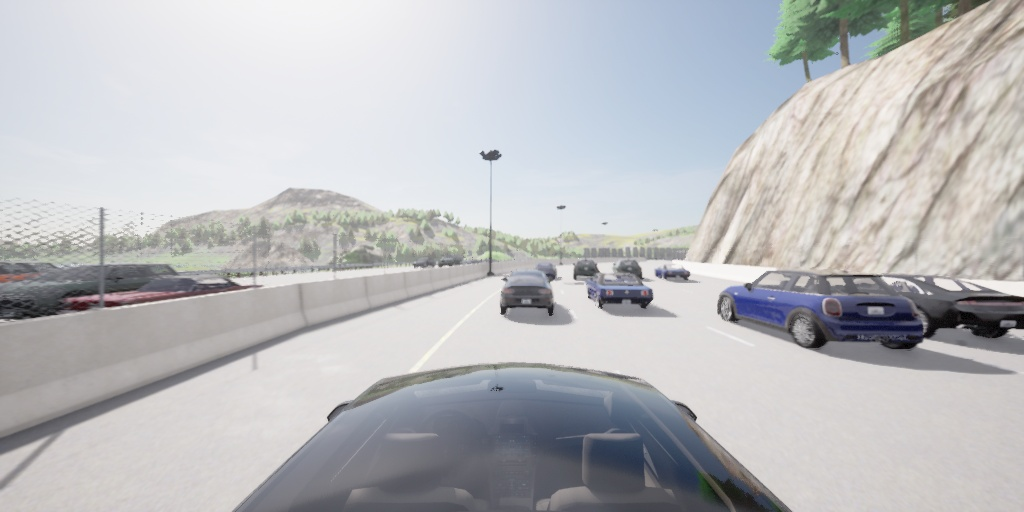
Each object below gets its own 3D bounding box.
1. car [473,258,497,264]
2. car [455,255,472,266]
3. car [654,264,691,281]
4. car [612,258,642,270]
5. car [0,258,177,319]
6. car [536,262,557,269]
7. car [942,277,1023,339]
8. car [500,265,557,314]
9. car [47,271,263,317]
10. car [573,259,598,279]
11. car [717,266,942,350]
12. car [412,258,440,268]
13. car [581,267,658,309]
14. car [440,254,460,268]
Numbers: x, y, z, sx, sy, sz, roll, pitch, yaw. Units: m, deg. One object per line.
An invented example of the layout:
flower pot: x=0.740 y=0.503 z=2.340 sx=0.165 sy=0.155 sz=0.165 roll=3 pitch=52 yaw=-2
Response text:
car: x=-3.480 y=1.076 z=51.492 sx=1.837 sy=1.490 sz=4.892 roll=0 pitch=0 yaw=16
car: x=-6.367 y=1.042 z=54.112 sx=2.128 sy=1.511 sz=4.902 roll=0 pitch=0 yaw=17
car: x=13.213 y=1.311 z=29.921 sx=1.895 sy=1.301 sz=4.718 roll=0 pitch=0 yaw=10
car: x=9.912 y=1.045 z=31.157 sx=2.097 sy=1.767 sz=4.553 roll=0 pitch=0 yaw=10
car: x=-13.680 y=1.012 z=12.081 sx=2.097 sy=1.767 sz=4.553 roll=0 pitch=0 yaw=4
car: x=2.952 y=1.226 z=31.946 sx=1.994 sy=1.385 sz=4.181 roll=0 pitch=0 yaw=10
car: x=10.920 y=1.258 z=10.216 sx=2.128 sy=1.511 sz=4.902 roll=0 pitch=0 yaw=3
car: x=0.588 y=1.239 z=13.432 sx=1.812 sy=1.442 sz=4.674 roll=0 pitch=0 yaw=4
car: x=-10.273 y=1.278 z=11.093 sx=1.895 sy=1.301 sz=4.718 roll=0 pitch=0 yaw=3
car: x=6.359 y=1.030 z=31.129 sx=2.097 sy=1.767 sz=4.553 roll=0 pitch=0 yaw=10
car: x=7.375 y=1.107 z=9.300 sx=2.097 sy=1.767 sz=4.553 roll=0 pitch=0 yaw=3
car: x=-13.376 y=1.023 z=55.011 sx=1.837 sy=1.490 sz=4.892 roll=0 pitch=1 yaw=16
car: x=4.205 y=1.325 z=14.815 sx=1.895 sy=1.301 sz=4.718 roll=0 pitch=0 yaw=5
car: x=-9.492 y=0.752 z=55.921 sx=2.150 sy=2.045 sz=5.566 roll=0 pitch=0 yaw=17
